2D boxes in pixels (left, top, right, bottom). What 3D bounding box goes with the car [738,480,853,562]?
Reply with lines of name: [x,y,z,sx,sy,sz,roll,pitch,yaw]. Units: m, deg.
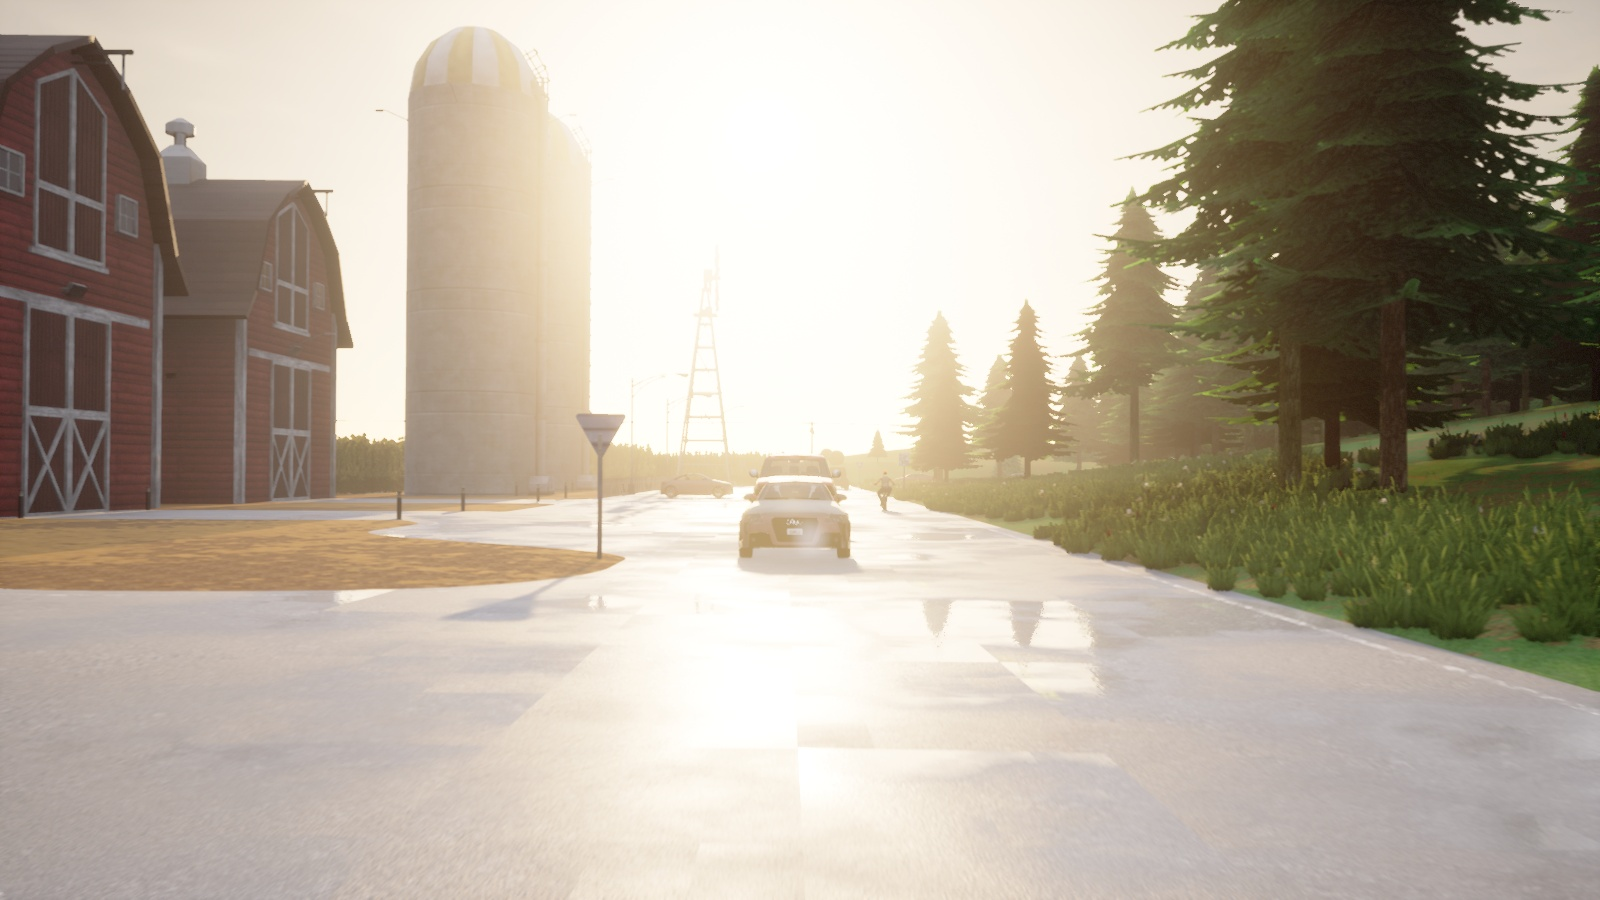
car: [-0.082,1.273,23.884,1.994,1.385,4.181,0,-1,0]

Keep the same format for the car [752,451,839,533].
car: [-0.121,1.097,34.162,2.150,2.045,5.566,0,-1,0]
